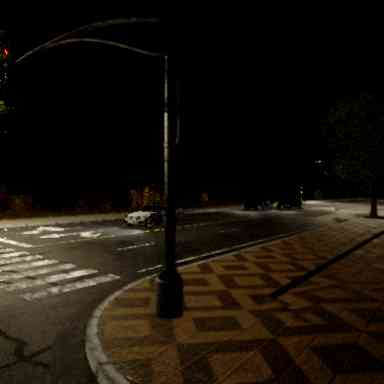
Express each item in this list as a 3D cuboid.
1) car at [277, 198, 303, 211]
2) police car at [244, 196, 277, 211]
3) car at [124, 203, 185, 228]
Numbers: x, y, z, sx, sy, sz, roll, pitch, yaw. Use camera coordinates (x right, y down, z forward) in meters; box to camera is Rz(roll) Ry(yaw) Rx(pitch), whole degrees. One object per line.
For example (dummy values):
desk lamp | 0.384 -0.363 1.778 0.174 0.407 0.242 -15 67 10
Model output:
car | 11.863 1.462 40.144 1.837 1.490 4.892 1 0 39
police car | 8.069 1.341 40.463 1.930 1.638 5.238 1 1 38
car | -2.330 1.509 22.155 1.812 1.442 4.674 1 1 38
